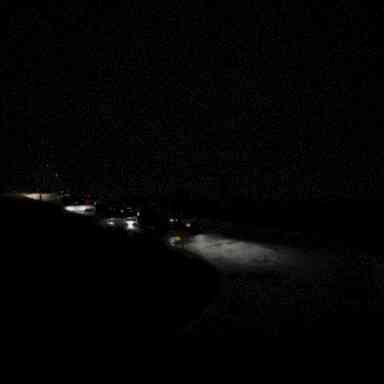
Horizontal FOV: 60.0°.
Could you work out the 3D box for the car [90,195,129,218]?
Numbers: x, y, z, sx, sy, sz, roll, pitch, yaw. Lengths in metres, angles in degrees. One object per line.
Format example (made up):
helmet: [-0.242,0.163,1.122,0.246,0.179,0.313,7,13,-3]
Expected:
car: [-6.368,1.087,26.445,1.837,1.490,4.892,-3,3,-31]

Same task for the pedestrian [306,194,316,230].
pedestrian: [6.127,1.023,17.208,0.375,1.860,0.375,0,0,-31]

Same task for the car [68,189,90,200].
car: [-16.388,0.560,48.870,1.895,1.301,4.718,-3,2,-31]

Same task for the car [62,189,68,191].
car: [-21.635,0.264,57.606,2.128,1.511,4.902,-3,2,-31]

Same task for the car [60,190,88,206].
car: [-14.180,0.857,39.504,1.895,1.301,4.718,-3,3,-31]

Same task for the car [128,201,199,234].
car: [-1.432,1.289,18.229,2.128,1.511,4.902,-3,3,-31]
